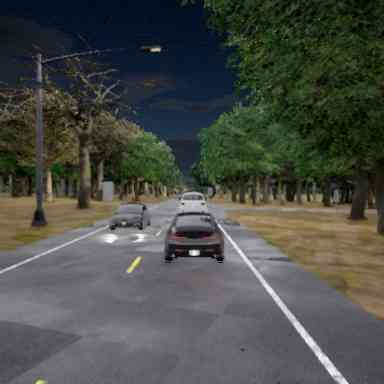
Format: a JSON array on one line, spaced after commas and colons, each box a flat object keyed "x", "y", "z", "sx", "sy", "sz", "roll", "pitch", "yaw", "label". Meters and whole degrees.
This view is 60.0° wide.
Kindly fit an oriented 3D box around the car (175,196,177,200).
[{"x": -3.483, "y": 1.399, "z": 92.544, "sx": 2.097, "sy": 1.767, "sz": 4.553, "roll": 0, "pitch": 0, "yaw": 0, "label": "car"}]

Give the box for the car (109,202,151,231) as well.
[{"x": -3.585, "y": 1.416, "z": 19.938, "sx": 1.837, "sy": 1.490, "sz": 4.892, "roll": 0, "pitch": 0, "yaw": 0, "label": "car"}]

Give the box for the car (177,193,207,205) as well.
[{"x": 0.090, "y": 1.102, "z": 28.753, "sx": 2.150, "sy": 2.045, "sz": 5.566, "roll": 0, "pitch": 0, "yaw": 0, "label": "car"}]

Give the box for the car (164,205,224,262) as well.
[{"x": 0.075, "y": 1.446, "z": 11.846, "sx": 1.837, "sy": 1.490, "sz": 4.892, "roll": 0, "pitch": 1, "yaw": 0, "label": "car"}]
